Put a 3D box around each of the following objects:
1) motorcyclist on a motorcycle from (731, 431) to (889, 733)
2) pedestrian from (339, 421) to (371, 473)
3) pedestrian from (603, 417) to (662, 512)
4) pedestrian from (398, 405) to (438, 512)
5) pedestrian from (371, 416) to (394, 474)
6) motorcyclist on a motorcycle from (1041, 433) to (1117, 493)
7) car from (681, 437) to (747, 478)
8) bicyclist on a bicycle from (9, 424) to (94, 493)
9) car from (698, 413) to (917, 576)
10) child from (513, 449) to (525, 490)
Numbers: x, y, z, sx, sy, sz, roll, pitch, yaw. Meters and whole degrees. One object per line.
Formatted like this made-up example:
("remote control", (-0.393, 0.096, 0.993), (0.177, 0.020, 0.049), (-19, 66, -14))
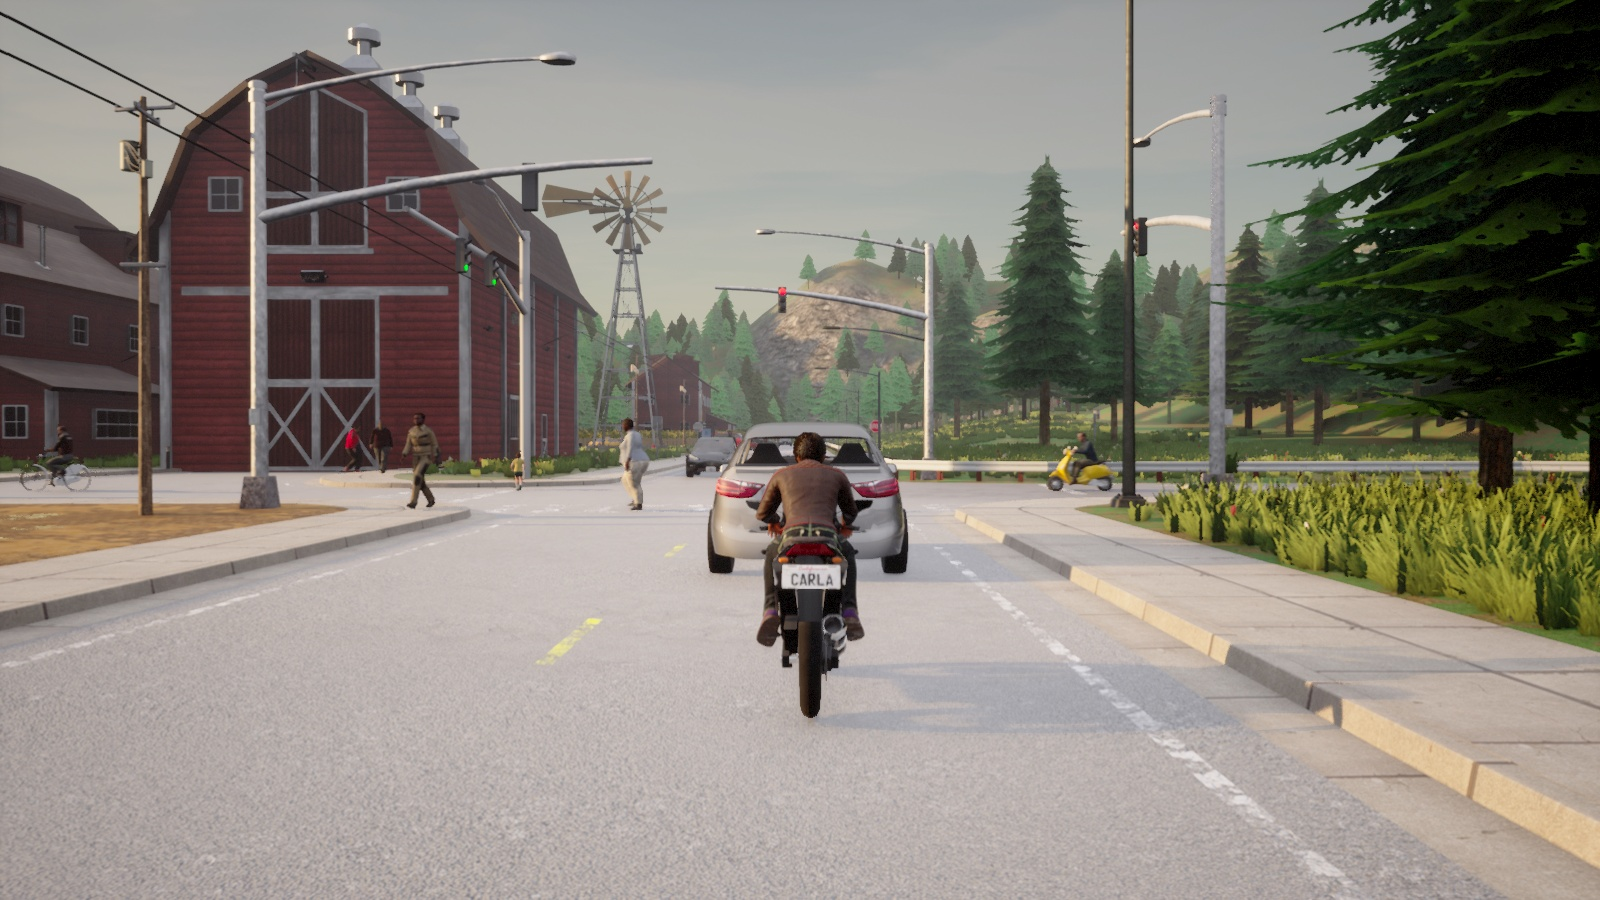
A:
("motorcyclist on a motorcycle", (0.056, 0.653, 7.350), (0.797, 1.523, 2.044), (0, 1, 0))
("pedestrian", (-16.036, -0.114, 45.276), (0.899, 1.844, 0.634), (0, 1, 2))
("pedestrian", (-3.313, 0.276, 24.893), (0.900, 1.855, 0.874), (0, 1, 16))
("pedestrian", (-7.015, 0.151, 23.088), (0.396, 1.930, 0.692), (0, 1, 16))
("pedestrian", (-13.537, -0.166, 40.713), (0.634, 1.844, 0.899), (0, 1, -15))
("motorcyclist on a motorcycle", (7.441, 0.336, 33.533), (1.817, 1.590, 0.866), (0, 1, -1))
("car", (-3.223, 0.254, 47.883), (2.163, 1.488, 4.792), (0, 1, 0))
("bicyclist on a bicycle", (-19.781, 0.215, 33.188), (1.843, 1.776, 0.659), (0, 1, -1))
("car", (0.096, 0.435, 15.149), (2.242, 1.667, 4.611), (0, 1, 1))
("child", (-7.735, 0.542, 34.521), (0.255, 1.110, 0.394), (0, 1, -2))
